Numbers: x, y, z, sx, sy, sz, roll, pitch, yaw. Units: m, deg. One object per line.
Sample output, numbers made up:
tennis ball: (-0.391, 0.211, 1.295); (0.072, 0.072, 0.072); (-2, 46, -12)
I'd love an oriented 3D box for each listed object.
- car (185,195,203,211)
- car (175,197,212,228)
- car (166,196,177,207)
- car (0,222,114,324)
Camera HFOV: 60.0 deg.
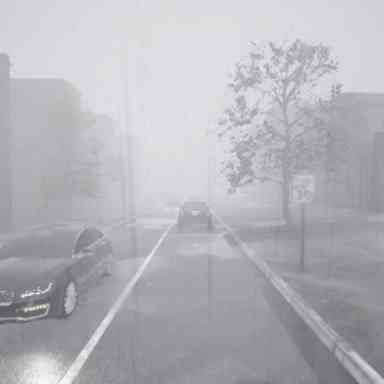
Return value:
car: (0.260, 1.345, 41.865); (2.097, 1.767, 4.553); (0, 0, 0)
car: (0.183, 1.350, 22.262); (2.097, 1.767, 4.553); (0, 0, 0)
car: (-2.870, 1.371, 50.592); (1.882, 1.535, 5.008); (0, 1, 1)
car: (-3.074, 1.504, 7.435); (1.837, 1.490, 4.892); (0, 0, 0)
